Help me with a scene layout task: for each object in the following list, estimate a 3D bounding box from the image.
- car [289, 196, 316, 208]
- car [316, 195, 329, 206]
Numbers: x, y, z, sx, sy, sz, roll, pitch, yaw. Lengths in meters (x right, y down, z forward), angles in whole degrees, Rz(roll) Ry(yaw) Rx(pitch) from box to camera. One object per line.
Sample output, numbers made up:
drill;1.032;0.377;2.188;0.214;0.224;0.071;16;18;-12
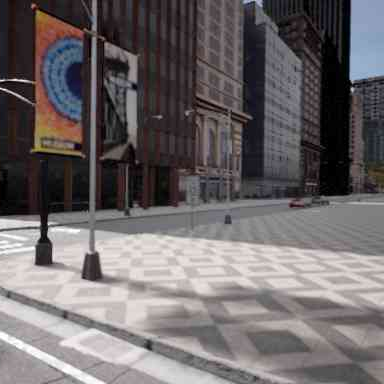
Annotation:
car;14.386;1.408;43.901;1.994;1.385;4.181;1;1;36
car;20.112;1.292;52.091;2.128;1.511;4.902;1;1;35
